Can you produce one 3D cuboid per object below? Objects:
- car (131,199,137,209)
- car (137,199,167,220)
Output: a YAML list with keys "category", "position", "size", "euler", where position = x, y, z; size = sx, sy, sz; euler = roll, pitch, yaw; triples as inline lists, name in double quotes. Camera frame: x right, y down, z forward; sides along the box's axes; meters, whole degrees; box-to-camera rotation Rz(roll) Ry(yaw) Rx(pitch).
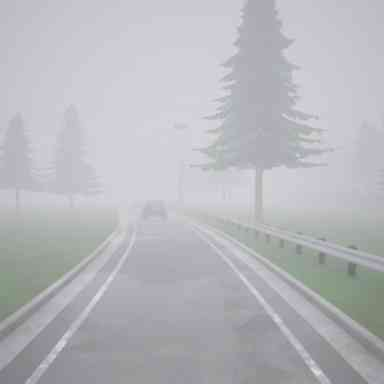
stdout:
- category: "car"
  position: [-7.824, 1.755, 48.467]
  size: [2.033, 1.411, 5.357]
  euler: [0, 0, -12]
- category: "car"
  position: [-3.575, 1.478, 30.090]
  size: [2.097, 1.767, 4.553]
  euler: [0, 0, -12]
